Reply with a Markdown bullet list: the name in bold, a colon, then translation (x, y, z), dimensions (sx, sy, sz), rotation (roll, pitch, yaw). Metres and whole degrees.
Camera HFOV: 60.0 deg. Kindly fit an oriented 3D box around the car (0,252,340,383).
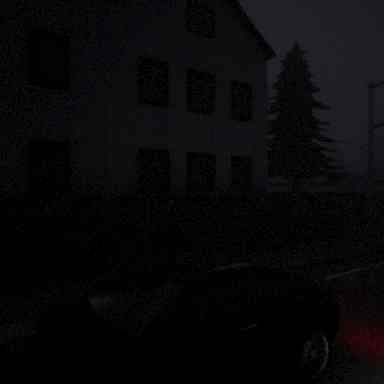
- **car**: translation (-0.139, 1.515, 3.855), dimensions (4.674, 1.442, 1.812), rotation (0, 0, -35)
